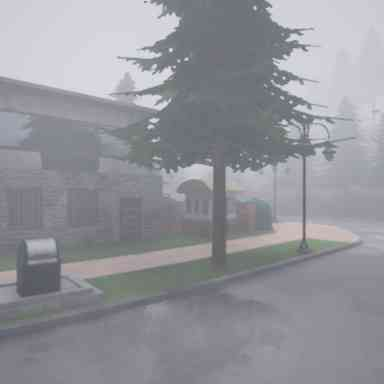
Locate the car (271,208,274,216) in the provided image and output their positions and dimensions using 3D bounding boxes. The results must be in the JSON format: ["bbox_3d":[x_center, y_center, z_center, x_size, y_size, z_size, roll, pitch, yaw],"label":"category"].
[{"bbox_3d":[4.715,1.582,28.690,4.718,1.301,1.895,0,0,43],"label":"car"}]
